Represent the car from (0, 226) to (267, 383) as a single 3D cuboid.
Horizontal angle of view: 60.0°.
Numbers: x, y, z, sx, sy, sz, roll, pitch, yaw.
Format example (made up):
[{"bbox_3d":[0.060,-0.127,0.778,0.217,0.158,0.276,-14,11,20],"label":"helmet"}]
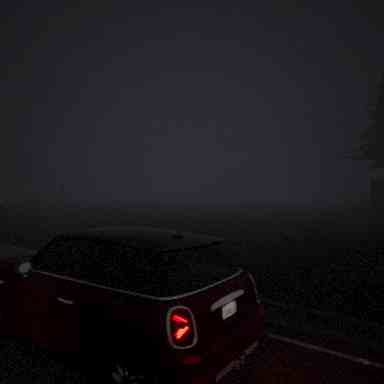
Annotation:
[{"bbox_3d":[-1.317,1.300,4.929,4.553,1.767,2.097,1,0,35],"label":"car"}]
